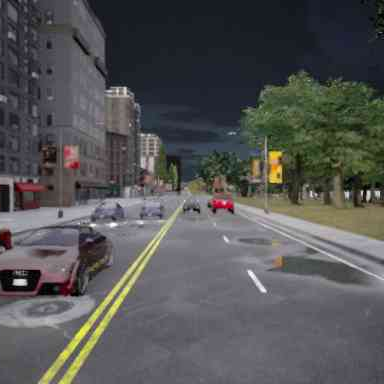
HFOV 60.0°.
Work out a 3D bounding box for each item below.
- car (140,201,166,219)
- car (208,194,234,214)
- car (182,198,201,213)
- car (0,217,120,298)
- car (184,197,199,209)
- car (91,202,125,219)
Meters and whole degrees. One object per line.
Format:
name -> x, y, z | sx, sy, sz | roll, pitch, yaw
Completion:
car -> -3.336, 1.521, 28.840 | 1.812, 1.442, 4.674 | 0, 0, 0
car -> 3.205, 1.196, 35.528 | 2.150, 2.045, 5.566 | 0, 0, 0
car -> -0.044, 1.584, 35.940 | 1.895, 1.301, 4.718 | 0, 0, 0
car -> -3.349, 1.569, 8.468 | 1.994, 1.385, 4.181 | 0, 0, 0
car -> -0.052, 1.522, 47.003 | 2.033, 1.411, 5.357 | 0, 0, 0
car -> -6.607, 1.531, 26.609 | 1.812, 1.442, 4.674 | 0, 0, 0
